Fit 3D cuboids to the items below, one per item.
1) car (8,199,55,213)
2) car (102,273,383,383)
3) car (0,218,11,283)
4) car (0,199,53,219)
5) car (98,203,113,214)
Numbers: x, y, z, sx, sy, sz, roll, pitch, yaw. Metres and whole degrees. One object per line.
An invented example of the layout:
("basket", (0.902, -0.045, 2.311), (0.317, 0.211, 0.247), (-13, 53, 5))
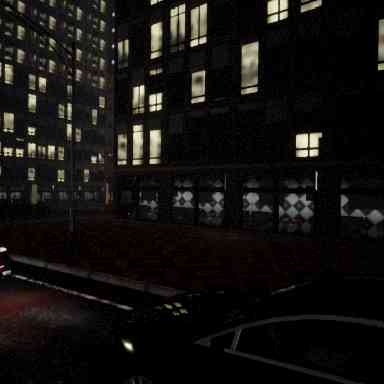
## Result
("car", (-19.174, 1.642, 39.925), (1.752, 1.417, 4.829), (1, 0, 36))
("car", (1.315, 1.491, 2.743), (4.902, 1.511, 2.128), (0, 0, 35))
("car", (-6.367, 1.487, 8.197), (4.902, 1.511, 2.128), (0, 0, 36))
("car", (-15.663, 1.519, 30.556), (2.192, 1.841, 5.009), (1, 0, 36))
("car", (-8.879, 1.829, 39.777), (1.752, 1.417, 4.829), (1, 0, 36))
